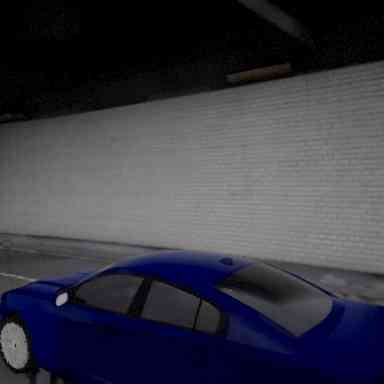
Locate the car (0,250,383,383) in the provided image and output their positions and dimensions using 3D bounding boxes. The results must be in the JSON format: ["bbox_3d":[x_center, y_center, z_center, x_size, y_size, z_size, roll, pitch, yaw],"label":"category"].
[{"bbox_3d":[-0.323,1.460,3.953,5.008,1.535,1.882,0,0,33],"label":"car"}]
